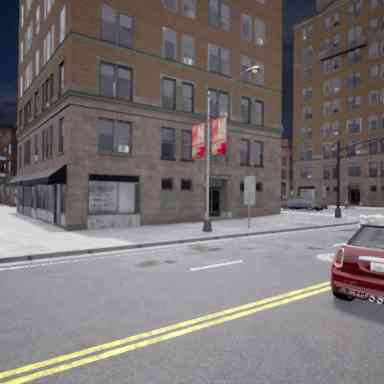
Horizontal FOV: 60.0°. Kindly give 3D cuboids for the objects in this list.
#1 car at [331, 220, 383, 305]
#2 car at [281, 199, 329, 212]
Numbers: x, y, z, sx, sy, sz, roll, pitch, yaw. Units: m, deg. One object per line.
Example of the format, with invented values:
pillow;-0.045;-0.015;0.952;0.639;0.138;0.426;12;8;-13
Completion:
car;5.017;1.352;7.105;4.553;1.767;2.097;0;0;-36
car;12.659;1.455;37.794;2.033;1.411;5.357;1;0;-36
